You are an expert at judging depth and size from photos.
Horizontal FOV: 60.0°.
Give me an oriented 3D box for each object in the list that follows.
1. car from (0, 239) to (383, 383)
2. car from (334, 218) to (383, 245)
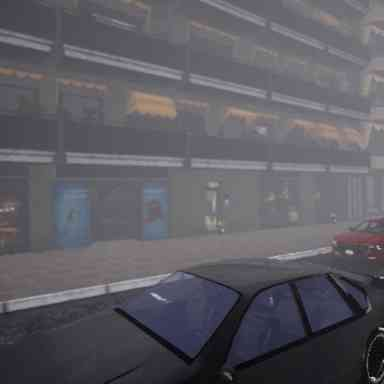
[{"bbox_3d":[0.547,1.552,3.770,5.357,1.411,2.033,0,0,-36],"label":"car"},{"bbox_3d":[6.544,1.557,11.268,4.507,1.381,1.887,0,-1,-36],"label":"car"}]
